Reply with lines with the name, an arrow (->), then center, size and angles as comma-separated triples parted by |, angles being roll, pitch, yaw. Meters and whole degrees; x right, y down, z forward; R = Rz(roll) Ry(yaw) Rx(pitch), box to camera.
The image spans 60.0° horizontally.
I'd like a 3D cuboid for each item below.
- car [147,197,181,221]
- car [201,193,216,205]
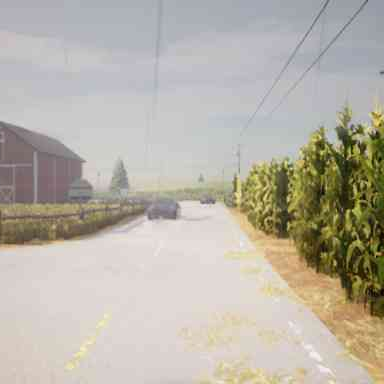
car -> -2.032, 1.189, 25.464 | 2.097, 1.767, 4.553 | 0, 0, 4
car -> 2.476, 0.997, 51.466 | 2.097, 1.767, 4.553 | -1, 0, -2
